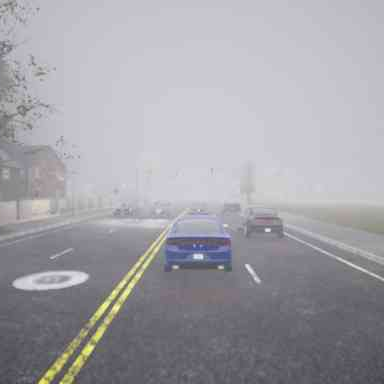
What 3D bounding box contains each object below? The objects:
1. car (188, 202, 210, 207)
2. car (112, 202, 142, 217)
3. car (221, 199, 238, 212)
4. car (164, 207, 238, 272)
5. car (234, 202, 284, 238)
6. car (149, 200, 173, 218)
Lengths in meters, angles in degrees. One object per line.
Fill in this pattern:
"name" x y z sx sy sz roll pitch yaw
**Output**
"car" 0.626 1.568 29.576 2.033 1.411 5.357 0 0 2
"car" -6.014 1.625 31.318 1.895 1.301 4.718 0 0 2
"car" 4.096 1.503 35.263 1.882 1.535 5.008 0 0 2
"car" 0.193 1.483 10.885 1.882 1.535 5.008 0 0 1
"car" 3.563 1.515 17.825 1.837 1.490 4.892 0 0 1
"car" -2.775 1.515 30.826 2.128 1.511 4.902 0 0 2
